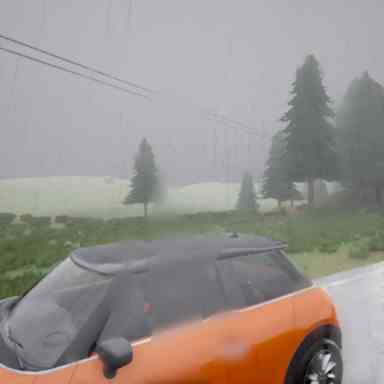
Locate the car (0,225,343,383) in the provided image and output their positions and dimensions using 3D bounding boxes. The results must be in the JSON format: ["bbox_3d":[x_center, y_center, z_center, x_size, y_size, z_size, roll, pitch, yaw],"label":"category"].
[{"bbox_3d":[-0.660,1.313,3.184,4.553,1.767,2.097,-2,1,-33],"label":"car"}]
